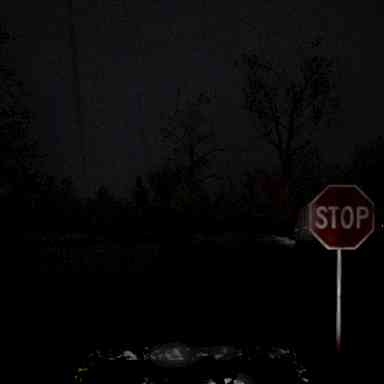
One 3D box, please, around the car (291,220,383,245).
[{"bbox_3d":[7.118,1.723,16.377,4.181,1.385,1.994,1,1,0],"label":"car"}]
